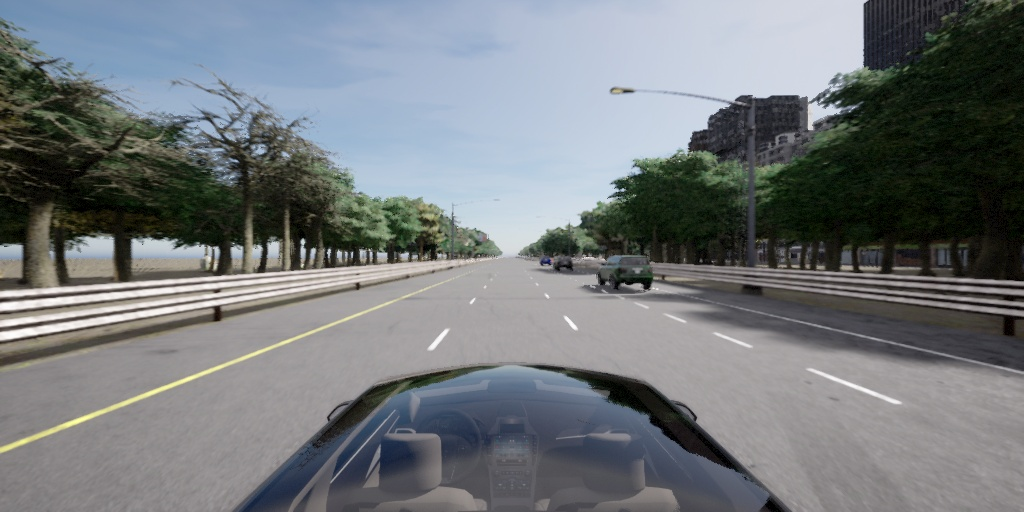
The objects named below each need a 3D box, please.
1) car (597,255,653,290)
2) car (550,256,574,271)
[{"bbox_3d":[7.010,0.982,22.688,2.150,2.045,5.566,0,0,0],"label":"car"},{"bbox_3d":[7.027,0.985,49.706,2.150,2.045,5.566,0,0,0],"label":"car"}]
